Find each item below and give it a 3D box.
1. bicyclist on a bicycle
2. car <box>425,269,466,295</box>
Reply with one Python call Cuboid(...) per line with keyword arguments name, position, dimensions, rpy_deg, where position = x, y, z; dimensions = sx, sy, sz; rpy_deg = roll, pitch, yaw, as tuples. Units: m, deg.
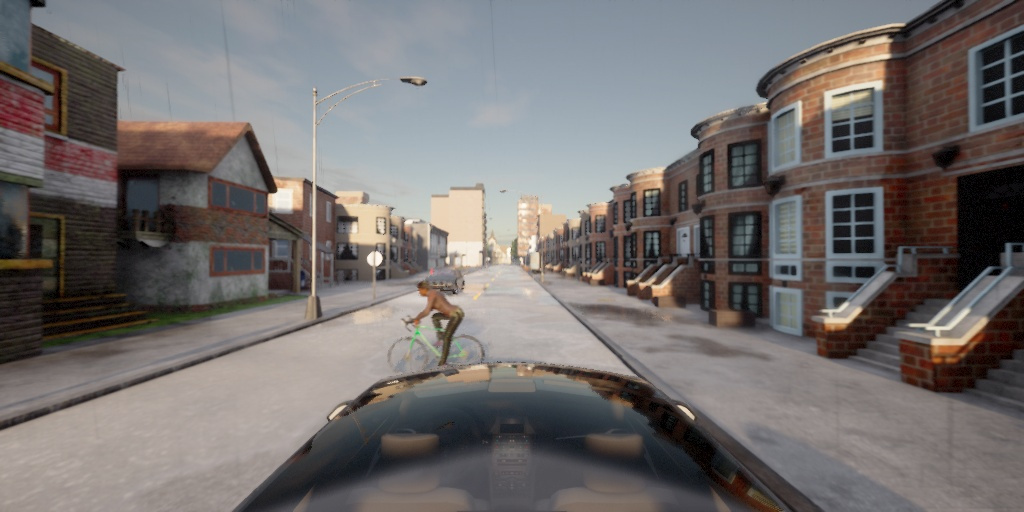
Cuboid(name="bicyclist on a bicycle", position=(-1.314, 1.243, 6.115), dimensions=(1.656, 1.620, 0.582), rpy_deg=(-2, -1, 0))
Cuboid(name="car", position=(-4.001, 1.490, 21.871), dimensions=(2.033, 1.411, 5.357), rpy_deg=(0, -1, 1))
